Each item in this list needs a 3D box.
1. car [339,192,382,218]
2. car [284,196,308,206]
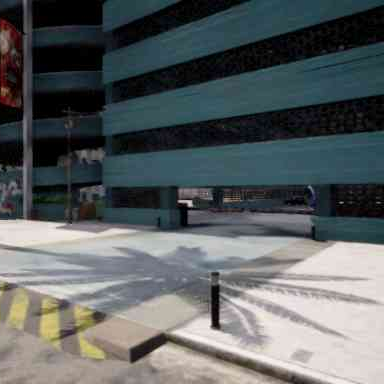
[{"bbox_3d":[10.418,1.028,18.323,5.566,2.045,2.435,0,0,36],"label":"car"},{"bbox_3d":[15.293,1.319,46.789,4.674,1.452,2.002,0,0,36],"label":"car"}]
